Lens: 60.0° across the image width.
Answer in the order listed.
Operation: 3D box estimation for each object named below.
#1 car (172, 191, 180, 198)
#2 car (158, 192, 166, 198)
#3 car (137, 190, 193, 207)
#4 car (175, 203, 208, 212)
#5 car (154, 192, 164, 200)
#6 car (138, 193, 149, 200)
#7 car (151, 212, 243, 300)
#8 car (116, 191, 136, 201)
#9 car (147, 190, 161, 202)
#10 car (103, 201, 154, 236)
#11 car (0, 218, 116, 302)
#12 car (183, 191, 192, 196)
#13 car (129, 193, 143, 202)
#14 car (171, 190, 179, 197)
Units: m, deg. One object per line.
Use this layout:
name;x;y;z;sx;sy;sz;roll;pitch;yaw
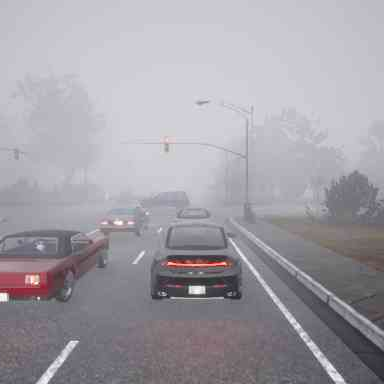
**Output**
car;-4.143;0.602;84.681;2.097;1.767;4.553;0;1;-4
car;-7.602;0.780;83.911;1.812;1.442;4.674;0;1;-3
car;-3.013;0.955;37.381;5.566;2.045;2.150;0;0;-3
car;0.080;1.497;17.628;1.895;1.301;4.718;0;0;0
car;-7.237;0.876;73.642;1.882;1.535;5.008;0;1;-1
car;-10.742;0.991;73.769;1.895;1.301;4.718;0;1;-1
car;0.088;1.473;8.315;1.837;1.490;4.892;0;0;0
car;-10.691;0.821;53.796;2.150;2.045;5.566;0;0;0
car;-7.166;0.733;63.452;2.150;2.045;5.566;0;1;-1
car;-3.446;1.442;17.724;2.033;1.411;5.357;0;0;-1
car;-3.413;1.570;8.135;1.895;1.301;4.718;0;0;0
car;-1.424;0.465;95.112;2.033;1.411;5.357;0;1;-7
car;-10.676;0.987;63.683;1.882;1.535;5.008;0;1;0
car;-4.912;0.451;94.749;2.097;1.767;4.553;0;1;-7
